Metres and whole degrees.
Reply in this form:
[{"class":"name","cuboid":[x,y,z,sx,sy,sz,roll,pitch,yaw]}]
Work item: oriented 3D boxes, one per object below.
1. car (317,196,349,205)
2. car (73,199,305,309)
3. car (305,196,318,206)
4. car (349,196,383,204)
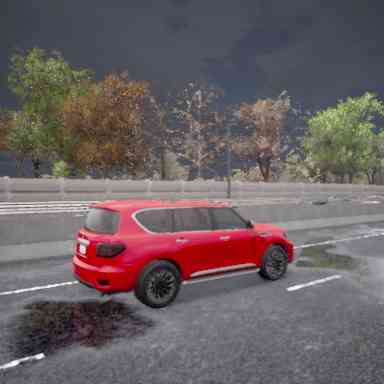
[{"class":"car","cuboid":[16.648,1.404,37.365,4.892,1.490,1.837,0,0,-35]},{"class":"car","cuboid":[0.042,1.207,8.077,5.566,2.045,2.150,0,0,-36]},{"class":"car","cuboid":[14.816,1.250,40.355,4.553,1.767,2.097,0,0,-35]},{"class":"car","cuboid":[18.915,1.251,34.682,4.553,1.767,2.097,0,0,-35]}]
